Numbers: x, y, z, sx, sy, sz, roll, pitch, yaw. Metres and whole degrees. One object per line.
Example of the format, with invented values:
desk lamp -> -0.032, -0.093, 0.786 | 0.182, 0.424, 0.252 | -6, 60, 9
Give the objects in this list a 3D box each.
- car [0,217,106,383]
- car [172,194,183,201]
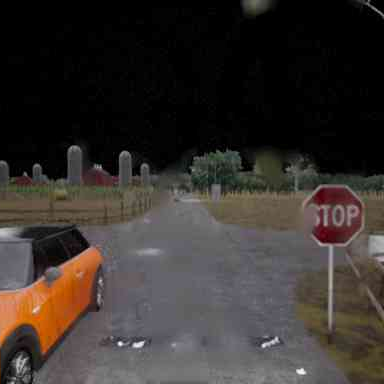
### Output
car -> -2.751, 1.348, 4.684 | 2.097, 1.767, 4.553 | 0, 0, 0
car -> -2.798, 1.095, 64.853 | 2.097, 1.767, 4.553 | 0, 0, 0
